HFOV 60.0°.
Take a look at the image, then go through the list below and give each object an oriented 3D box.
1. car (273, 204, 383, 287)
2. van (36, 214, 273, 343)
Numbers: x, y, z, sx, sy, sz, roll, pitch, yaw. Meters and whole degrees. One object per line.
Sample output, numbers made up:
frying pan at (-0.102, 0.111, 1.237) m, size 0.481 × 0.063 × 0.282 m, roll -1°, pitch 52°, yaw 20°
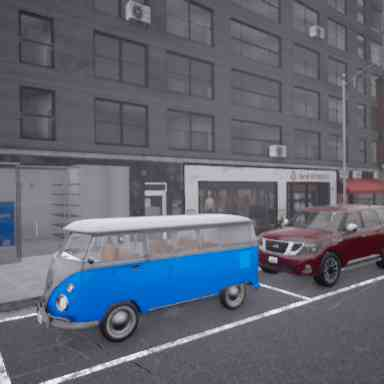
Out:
car at (3.974, 1.300, 9.420) m, size 5.009 × 1.841 × 2.192 m, roll 0°, pitch -1°, yaw -36°
van at (-0.560, 1.336, 6.156) m, size 3.998 × 1.788 × 1.690 m, roll 0°, pitch -1°, yaw -36°
